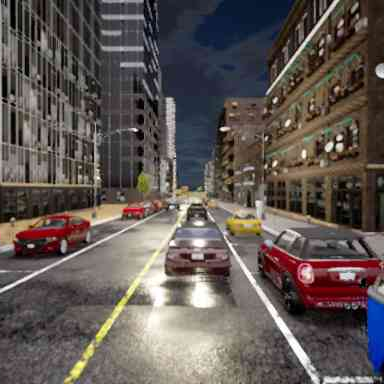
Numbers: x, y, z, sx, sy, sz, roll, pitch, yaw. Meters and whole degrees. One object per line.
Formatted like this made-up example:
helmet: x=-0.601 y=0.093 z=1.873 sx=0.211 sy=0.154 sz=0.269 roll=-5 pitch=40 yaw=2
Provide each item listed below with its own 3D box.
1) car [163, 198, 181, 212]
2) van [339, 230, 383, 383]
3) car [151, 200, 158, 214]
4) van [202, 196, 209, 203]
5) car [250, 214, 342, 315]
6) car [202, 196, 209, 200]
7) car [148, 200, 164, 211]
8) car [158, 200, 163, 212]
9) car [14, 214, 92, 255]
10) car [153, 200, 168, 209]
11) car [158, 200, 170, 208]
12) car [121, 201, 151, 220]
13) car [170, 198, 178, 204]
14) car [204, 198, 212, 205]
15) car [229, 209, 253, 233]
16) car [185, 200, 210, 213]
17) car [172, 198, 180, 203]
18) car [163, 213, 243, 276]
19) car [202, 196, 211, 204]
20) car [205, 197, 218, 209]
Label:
car: x=-2.554 y=1.853 z=45.181 sx=2.128 sy=1.511 sz=4.902 roll=0 pitch=-1 yaw=1
van: x=2.680 y=1.368 z=2.083 sx=1.690 sy=1.788 sz=3.998 roll=-1 pitch=0 yaw=1
car: x=-5.247 y=1.827 z=36.487 sx=2.008 sy=1.369 sz=4.403 roll=-1 pitch=0 yaw=1
van: x=3.786 y=2.148 z=93.234 sx=1.690 sy=1.788 sz=3.998 roll=-1 pitch=-1 yaw=1
car: x=2.751 y=1.512 z=7.781 sx=1.967 sy=1.590 sz=4.097 roll=-1 pitch=0 yaw=1
car: x=3.444 y=2.097 z=64.748 sx=1.887 sy=1.381 sz=4.507 roll=-1 pitch=-1 yaw=1
car: x=-5.111 y=1.898 z=47.712 sx=1.752 sy=1.417 sz=4.829 roll=-1 pitch=-1 yaw=1
car: x=-5.177 y=1.869 z=42.184 sx=1.887 sy=1.381 sz=4.507 roll=-1 pitch=0 yaw=1
car: x=-5.523 y=1.633 z=13.698 sx=1.887 sy=1.381 sz=4.507 roll=-1 pitch=0 yaw=1
car: x=-5.039 y=1.969 z=53.580 sx=1.887 sy=1.381 sz=4.507 roll=-1 pitch=-1 yaw=1
car: x=-4.969 y=2.056 z=59.277 sx=1.802 sy=1.307 sz=4.206 roll=-1 pitch=-1 yaw=1
car: x=-5.316 y=1.772 z=30.790 sx=1.887 sy=1.381 sz=4.507 roll=-1 pitch=0 yaw=1
car: x=-4.626 y=2.251 z=87.593 sx=1.752 sy=1.417 sz=4.829 roll=-1 pitch=-1 yaw=1
car: x=3.584 y=2.180 z=76.312 sx=1.752 sy=1.417 sz=4.829 roll=-1 pitch=-1 yaw=1
car: x=2.893 y=1.689 z=19.343 sx=1.752 sy=1.417 sz=4.829 roll=-1 pitch=0 yaw=1
car: x=0.438 y=1.750 z=30.389 sx=1.837 sy=1.490 sz=4.892 roll=0 pitch=0 yaw=1
car: x=-4.555 y=2.323 z=93.460 sx=1.887 sy=1.381 sz=4.507 roll=-1 pitch=-1 yaw=1
car: x=0.179 y=1.632 z=10.601 sx=2.033 sy=1.411 sz=5.357 roll=0 pitch=0 yaw=1
car: x=3.717 y=2.071 z=87.538 sx=2.192 sy=1.841 sz=5.009 roll=-1 pitch=-1 yaw=1
car: x=3.308 y=1.979 z=53.524 sx=1.752 sy=1.417 sz=4.829 roll=-1 pitch=-1 yaw=1
